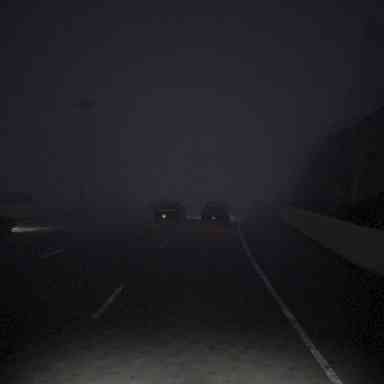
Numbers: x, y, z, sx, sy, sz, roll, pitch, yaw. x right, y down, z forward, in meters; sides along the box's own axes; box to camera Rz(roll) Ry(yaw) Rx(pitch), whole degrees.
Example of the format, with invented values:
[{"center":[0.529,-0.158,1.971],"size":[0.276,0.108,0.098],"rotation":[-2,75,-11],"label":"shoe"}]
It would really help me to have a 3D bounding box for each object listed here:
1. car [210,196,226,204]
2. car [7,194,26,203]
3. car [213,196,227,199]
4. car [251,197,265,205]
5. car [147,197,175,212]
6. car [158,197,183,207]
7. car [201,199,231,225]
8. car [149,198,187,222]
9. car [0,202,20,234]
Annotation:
[{"center":[5.088,1.588,64.117],"size":[1.812,1.442,4.674],"rotation":[0,0,23],"label":"car"},{"center":[-18.165,0.958,33.202],"size":[2.150,2.045,5.566],"rotation":[1,0,10],"label":"car"},{"center":[4.759,1.411,52.828],"size":[2.097,1.767,4.553],"rotation":[1,0,19],"label":"car"},{"center":[12.665,1.734,63.760],"size":[1.994,1.385,4.181],"rotation":[1,0,23],"label":"car"},{"center":[-3.356,1.472,36.016],"size":[1.812,1.442,4.674],"rotation":[0,0,13],"label":"car"},{"center":[-3.297,1.492,51.781],"size":[2.033,1.411,5.357],"rotation":[1,0,19],"label":"car"},{"center":[1.787,1.513,24.350],"size":[2.128,1.511,4.902],"rotation":[1,0,8],"label":"car"},{"center":[-1.600,1.478,26.258],"size":[1.837,1.490,4.892],"rotation":[0,0,10],"label":"car"},{"center":[-10.465,1.396,15.192],"size":[2.033,1.411,5.357],"rotation":[1,0,8],"label":"car"}]
